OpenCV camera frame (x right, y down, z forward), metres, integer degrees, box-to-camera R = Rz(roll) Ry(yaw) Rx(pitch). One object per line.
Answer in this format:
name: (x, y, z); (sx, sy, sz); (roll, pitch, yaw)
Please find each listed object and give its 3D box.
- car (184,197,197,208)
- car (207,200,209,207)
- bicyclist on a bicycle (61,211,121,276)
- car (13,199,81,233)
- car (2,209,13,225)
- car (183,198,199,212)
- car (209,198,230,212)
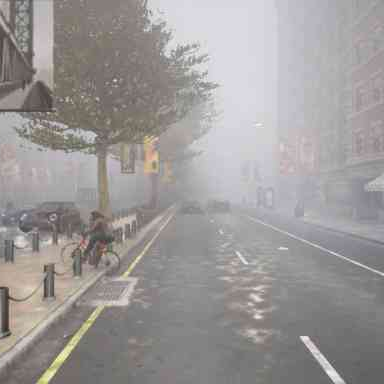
car: (-0.210, 1.522, 48.049); (1.812, 1.442, 4.674); (0, 0, 1)
car: (3.237, 1.560, 47.344); (1.994, 1.385, 4.181); (0, 0, 0)
bicyclist on a bicycle: (-2.618, 1.360, 8.951); (1.656, 1.620, 0.582); (13, -4, 1)
car: (-8.208, 1.351, 19.664); (2.097, 1.767, 4.553); (0, 0, 0)
car: (-11.670, 1.523, 23.978); (1.812, 1.442, 4.674); (0, 0, 0)
car: (-0.139, 1.598, 38.945); (1.895, 1.301, 4.718); (0, 0, -1)
car: (3.298, 1.475, 38.356); (1.882, 1.535, 5.008); (0, 0, 0)
